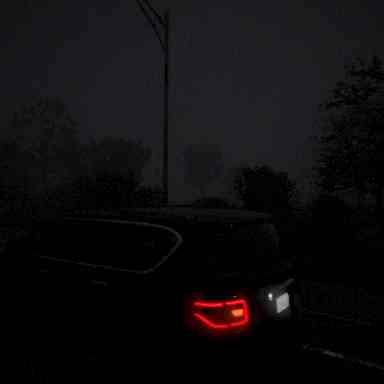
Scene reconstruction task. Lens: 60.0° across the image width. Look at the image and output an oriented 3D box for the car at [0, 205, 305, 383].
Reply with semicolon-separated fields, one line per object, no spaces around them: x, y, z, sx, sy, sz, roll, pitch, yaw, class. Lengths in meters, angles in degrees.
-1.201;1.224;5.031;5.566;2.045;2.150;0;0;37;car
